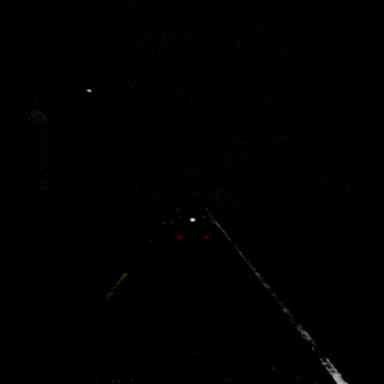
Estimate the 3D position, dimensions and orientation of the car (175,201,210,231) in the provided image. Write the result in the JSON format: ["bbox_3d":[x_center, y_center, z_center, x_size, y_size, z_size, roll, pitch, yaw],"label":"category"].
[{"bbox_3d":[0.023,1.425,19.458,1.994,1.385,4.181,0,0,0],"label":"car"}]

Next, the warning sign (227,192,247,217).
[{"bbox_3d":[3.441,0.933,25.541,1.300,1.860,1.060,1,1,-1],"label":"warning sign"}]

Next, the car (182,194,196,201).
[{"bbox_3d":[-0.481,1.138,52.662,1.837,1.490,4.892,0,0,-1],"label":"car"}]
